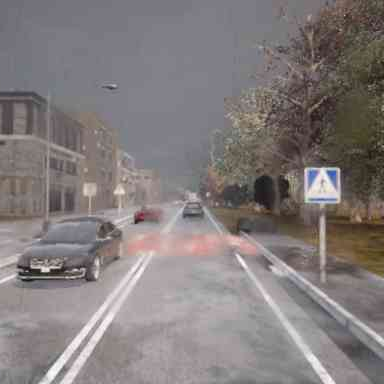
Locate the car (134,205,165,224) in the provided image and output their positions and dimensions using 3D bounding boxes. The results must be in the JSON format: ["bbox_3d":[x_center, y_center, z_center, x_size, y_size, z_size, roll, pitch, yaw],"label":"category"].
[{"bbox_3d":[-3.243,1.714,25.800,1.895,1.301,4.718,0,0,1],"label":"car"}]

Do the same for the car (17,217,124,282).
[{"bbox_3d":[-3.322,1.570,9.991,1.837,1.490,4.892,0,-1,0],"label":"car"}]

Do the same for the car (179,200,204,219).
[{"bbox_3d":[0.120,1.702,31.006,1.994,1.385,4.181,0,0,0],"label":"car"}]

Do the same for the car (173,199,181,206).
[{"bbox_3d":[-2.906,2.154,68.171,1.895,1.301,4.718,0,-1,1],"label":"car"}]
